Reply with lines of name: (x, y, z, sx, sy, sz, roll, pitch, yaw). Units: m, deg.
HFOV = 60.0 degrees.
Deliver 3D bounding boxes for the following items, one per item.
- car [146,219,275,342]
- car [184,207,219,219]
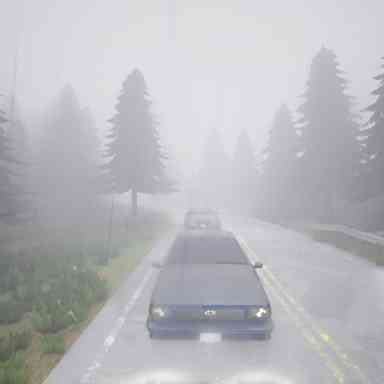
car: (0.304, 1.557, 7.100, 2.033, 1.411, 5.357, 0, 0, 1)
car: (0.522, 1.583, 19.402, 1.994, 1.385, 4.181, 0, 0, -2)
